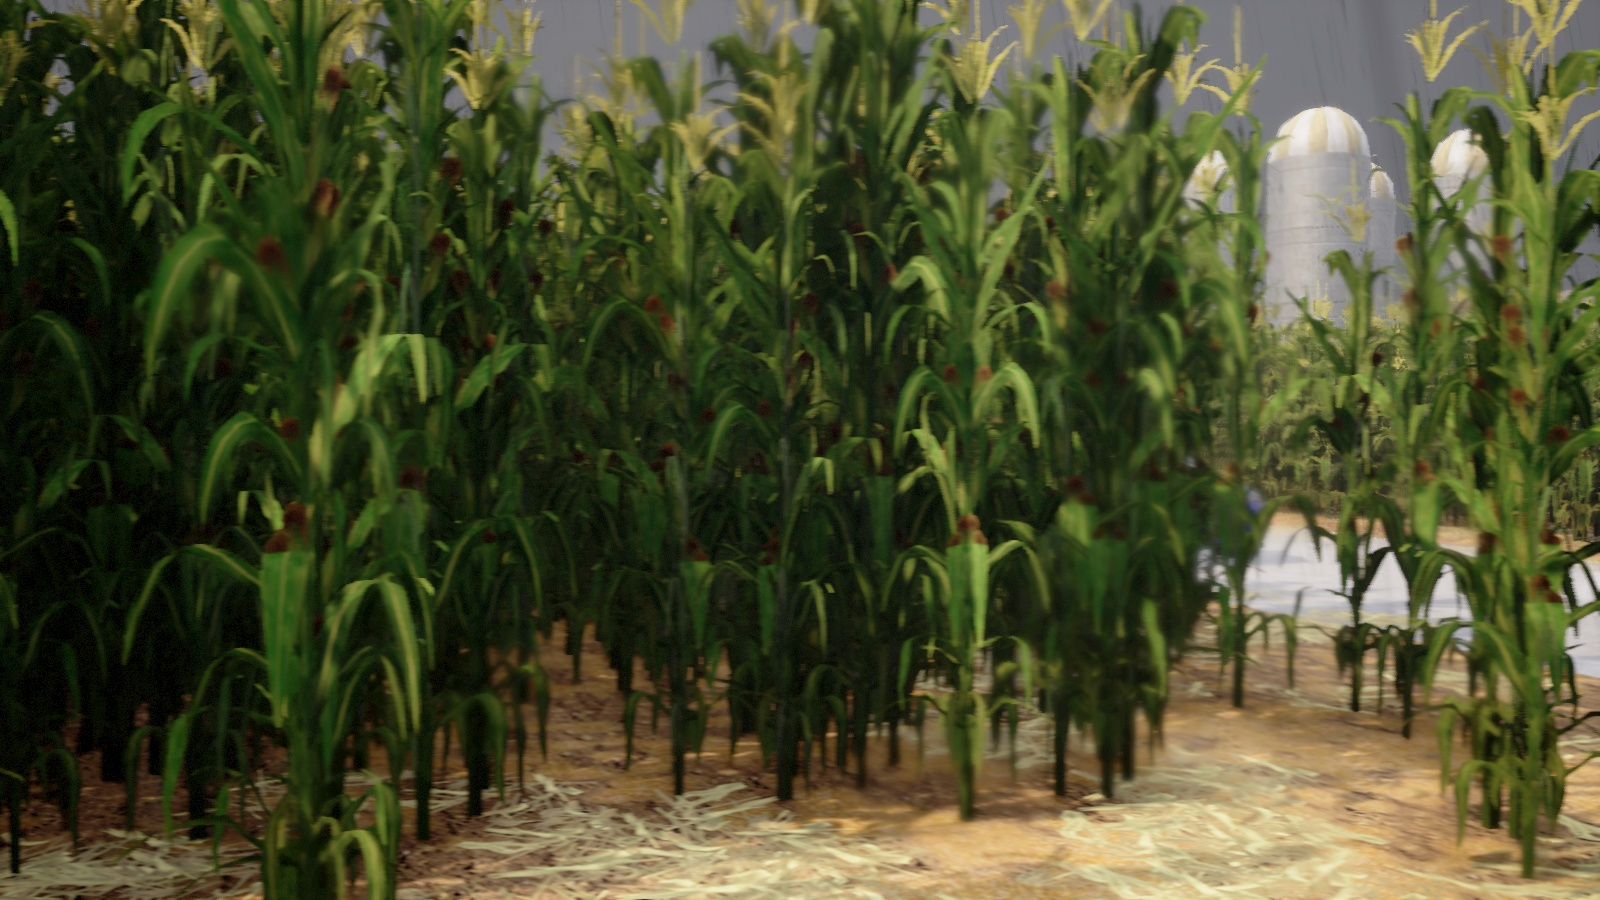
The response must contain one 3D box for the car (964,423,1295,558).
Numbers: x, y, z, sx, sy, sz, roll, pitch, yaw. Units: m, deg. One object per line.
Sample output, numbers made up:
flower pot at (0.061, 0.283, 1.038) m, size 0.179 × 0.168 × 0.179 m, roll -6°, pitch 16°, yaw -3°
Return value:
car at (4.154, 0.428, 16.718) m, size 2.007 × 1.525 × 4.514 m, roll -1°, pitch 1°, yaw -21°
